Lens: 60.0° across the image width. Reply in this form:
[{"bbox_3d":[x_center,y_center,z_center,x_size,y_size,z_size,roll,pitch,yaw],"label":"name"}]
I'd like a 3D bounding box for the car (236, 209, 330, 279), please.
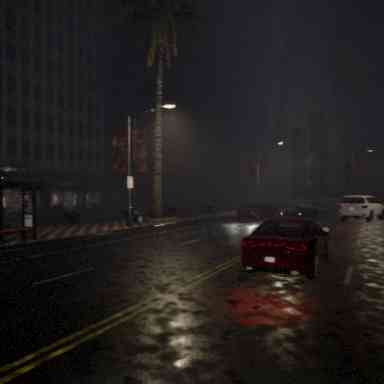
[{"bbox_3d":[3.113,1.528,10.423,1.882,1.535,5.008,-1,0,29],"label":"car"}]

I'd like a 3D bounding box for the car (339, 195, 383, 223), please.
[{"bbox_3d":[13.718,1.293,26.695,2.150,2.045,5.566,-1,-1,43],"label":"car"}]

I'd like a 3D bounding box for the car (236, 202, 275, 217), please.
[{"bbox_3d":[5.579,1.637,28.063,1.882,1.535,5.008,-1,-1,39],"label":"car"}]

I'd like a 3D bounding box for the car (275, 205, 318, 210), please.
[{"bbox_3d":[8.801,1.719,26.678,1.895,1.301,4.718,-1,-1,40],"label":"car"}]
